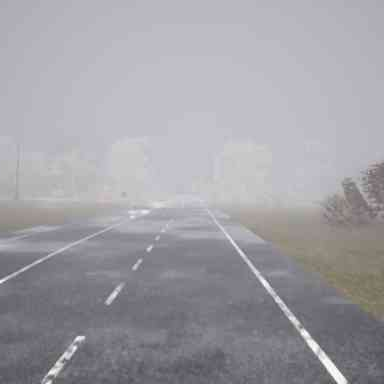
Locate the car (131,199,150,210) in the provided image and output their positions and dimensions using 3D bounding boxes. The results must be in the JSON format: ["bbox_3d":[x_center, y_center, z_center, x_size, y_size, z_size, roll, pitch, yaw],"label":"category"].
[{"bbox_3d":[-6.811,1.638,44.264,1.895,1.301,4.718,0,0,0],"label":"car"}]

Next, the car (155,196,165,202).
[{"bbox_3d":[-6.727,1.584,70.508,2.128,1.511,4.902,0,0,0],"label":"car"}]
